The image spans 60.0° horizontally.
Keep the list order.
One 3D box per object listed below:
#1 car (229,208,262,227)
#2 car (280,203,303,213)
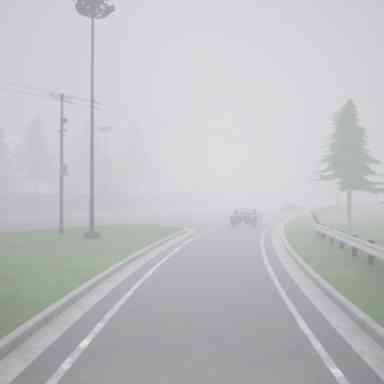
[{"bbox_3d":[4.153,1.851,24.885,1.895,1.301,4.718,0,-1,18],"label":"car"},{"bbox_3d":[13.146,2.046,43.678,1.895,1.301,4.718,0,-1,32],"label":"car"}]
